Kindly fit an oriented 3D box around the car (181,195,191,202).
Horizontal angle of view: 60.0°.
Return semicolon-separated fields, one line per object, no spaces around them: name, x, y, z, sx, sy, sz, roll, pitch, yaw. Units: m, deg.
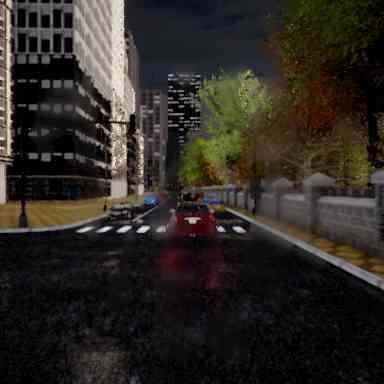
car;-1.230;1.206;67.136;1.895;1.301;4.718;0;0;-2

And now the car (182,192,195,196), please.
car;-0.884;1.160;56.680;1.837;1.490;4.892;0;0;-2

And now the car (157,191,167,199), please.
car;-7.276;0.805;81.762;2.192;1.841;5.009;0;0;-2

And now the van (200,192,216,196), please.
van;2.161;1.116;37.715;1.690;1.788;3.998;0;0;-1

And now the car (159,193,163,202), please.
car;-6.270;1.217;54.042;1.887;1.381;4.507;0;0;-2

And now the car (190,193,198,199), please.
car;0.486;0.973;87.777;1.752;1.417;4.829;0;0;-3

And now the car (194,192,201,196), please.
car;1.745;1.194;54.514;1.752;1.417;4.829;0;0;-2

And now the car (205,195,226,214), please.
car;2.264;1.333;32.343;1.752;1.417;4.829;0;0;-1

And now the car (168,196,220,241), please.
car;0.011;1.257;16.133;2.097;1.767;4.553;0;0;0

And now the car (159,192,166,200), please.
car;-6.623;1.145;65.132;1.887;1.381;4.507;0;0;-2

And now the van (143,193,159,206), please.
van;-6.117;1.049;48.496;1.690;1.788;3.998;0;0;-1

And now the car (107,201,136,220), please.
car;-5.520;1.396;26.321;2.008;1.369;4.403;0;0;-1
